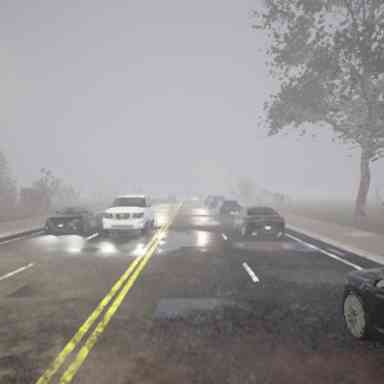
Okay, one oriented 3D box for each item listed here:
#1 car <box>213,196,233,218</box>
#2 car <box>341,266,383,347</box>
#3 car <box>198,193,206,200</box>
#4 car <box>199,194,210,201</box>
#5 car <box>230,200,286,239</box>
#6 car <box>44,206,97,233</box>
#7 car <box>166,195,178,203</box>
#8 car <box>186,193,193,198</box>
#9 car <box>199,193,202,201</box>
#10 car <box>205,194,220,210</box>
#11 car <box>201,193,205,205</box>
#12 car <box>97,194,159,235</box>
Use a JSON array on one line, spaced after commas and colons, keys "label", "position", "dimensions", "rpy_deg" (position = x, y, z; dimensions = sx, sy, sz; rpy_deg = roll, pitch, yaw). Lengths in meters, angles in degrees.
[{"label": "car", "position": [3.160, 1.393, 28.978], "dimensions": [1.837, 1.490, 4.892], "rpy_deg": [0, 0, 0]}, {"label": "car", "position": [3.345, 1.479, 3.531], "dimensions": [2.128, 1.511, 4.902], "rpy_deg": [0, 0, 0]}, {"label": "car", "position": [2.609, 1.125, 84.002], "dimensions": [1.837, 1.490, 4.892], "rpy_deg": [0, 0, -1]}, {"label": "car", "position": [2.733, 1.228, 73.003], "dimensions": [2.033, 1.411, 5.357], "rpy_deg": [0, 0, -1]}, {"label": "car", "position": [3.314, 1.415, 17.061], "dimensions": [1.882, 1.535, 5.008], "rpy_deg": [0, 0, 0]}, {"label": "car", "position": [-6.641, 1.495, 18.797], "dimensions": [1.994, 1.385, 4.181], "rpy_deg": [0, 0, 0]}, {"label": "car", "position": [-3.655, 1.274, 59.976], "dimensions": [1.812, 1.442, 4.674], "rpy_deg": [0, 0, 0]}, {"label": "car", "position": [-0.736, 0.987, 92.997], "dimensions": [2.033, 1.411, 5.357], "rpy_deg": [0, 0, -1]}, {"label": "car", "position": [2.854, 1.193, 62.193], "dimensions": [1.801, 1.575, 5.366], "rpy_deg": [0, 0, -1]}, {"label": "car", "position": [3.081, 1.194, 39.958], "dimensions": [2.097, 1.767, 4.553], "rpy_deg": [0, 0, 0]}, {"label": "car", "position": [2.979, 1.143, 50.969], "dimensions": [2.097, 1.767, 4.553], "rpy_deg": [0, 0, -1]}, {"label": "car", "position": [-3.391, 1.152, 18.855], "dimensions": [2.150, 2.045, 5.566], "rpy_deg": [0, 0, 0]}]
